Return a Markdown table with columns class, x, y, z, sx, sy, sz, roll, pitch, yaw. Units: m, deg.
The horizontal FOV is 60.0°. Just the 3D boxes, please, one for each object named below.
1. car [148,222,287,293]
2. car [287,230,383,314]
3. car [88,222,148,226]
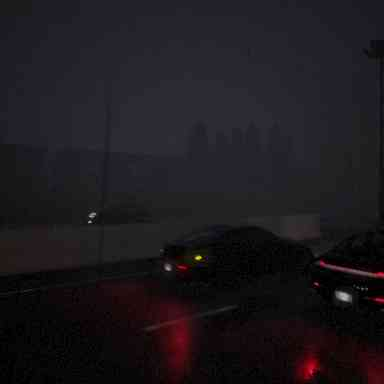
| class | x | y | z | sx | sy | sz | roll | pitch | yaw |
| --- | --- | --- | --- | --- | --- | --- | --- | --- | --- |
| car | 1.322 | 1.571 | 8.993 | 4.674 | 1.442 | 1.812 | 1 | 0 | -36 |
| car | 4.501 | 1.547 | 6.966 | 4.902 | 1.511 | 2.128 | 1 | 0 | -36 |
| car | -4.971 | 1.415 | 21.965 | 4.553 | 1.767 | 2.097 | 0 | 0 | -36 |
